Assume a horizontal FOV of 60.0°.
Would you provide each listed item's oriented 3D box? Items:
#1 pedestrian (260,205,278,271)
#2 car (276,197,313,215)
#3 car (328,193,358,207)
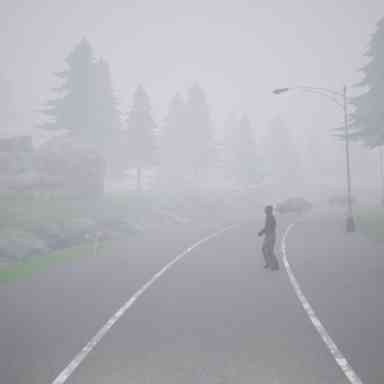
[{"bbox_3d":[2.170,1.235,9.319,0.375,1.860,0.375,5,-5,11],"label":"pedestrian"},{"bbox_3d":[9.007,1.176,28.939,2.033,1.411,5.357,-4,-1,34],"label":"car"},{"bbox_3d":[17.963,0.879,39.464,4.902,1.511,2.128,-2,-3,-41],"label":"car"}]
